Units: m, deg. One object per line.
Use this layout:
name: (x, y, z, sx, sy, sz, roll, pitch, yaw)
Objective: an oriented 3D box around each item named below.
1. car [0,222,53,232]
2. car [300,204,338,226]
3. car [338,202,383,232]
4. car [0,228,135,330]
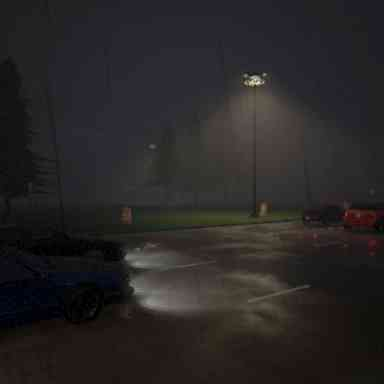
car: (-4.581, 1.550, 9.076, 5.357, 1.411, 2.033, 0, 0, -36)
car: (9.628, 1.565, 23.604, 4.674, 1.442, 1.812, 0, 0, -35)
car: (11.353, 1.391, 20.440, 4.553, 1.767, 2.097, 0, 0, -35)
car: (-3.705, 1.548, 5.402, 5.357, 1.411, 2.033, 0, 0, -35)
